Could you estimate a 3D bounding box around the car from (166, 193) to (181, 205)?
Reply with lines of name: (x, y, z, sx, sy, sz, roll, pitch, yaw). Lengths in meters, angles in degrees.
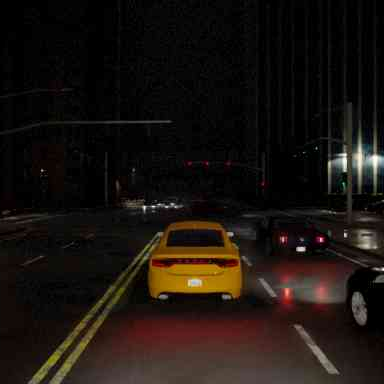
car: (-3.398, 1.221, 59.044, 2.150, 2.045, 5.566, 0, 0, 0)

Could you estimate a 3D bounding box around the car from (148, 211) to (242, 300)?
car: (0.079, 1.478, 8.448, 1.882, 1.535, 5.008, 0, 0, 1)

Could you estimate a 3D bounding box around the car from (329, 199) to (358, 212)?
car: (19.036, 1.547, 38.903, 5.357, 1.411, 2.033, 0, 0, 0)

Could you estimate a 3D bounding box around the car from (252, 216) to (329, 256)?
car: (3.620, 1.601, 13.206, 1.895, 1.301, 4.718, 0, 0, 0)

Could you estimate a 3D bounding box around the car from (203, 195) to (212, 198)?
car: (3.734, 1.429, 79.593, 1.837, 1.490, 4.892, 0, 0, 0)

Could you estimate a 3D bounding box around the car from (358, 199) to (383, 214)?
car: (20.950, 1.491, 35.420, 4.902, 1.511, 2.128, 0, 0, -1)

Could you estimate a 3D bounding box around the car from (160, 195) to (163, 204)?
car: (-6.846, 1.352, 65.287, 2.097, 1.767, 4.553, 0, 0, 1)

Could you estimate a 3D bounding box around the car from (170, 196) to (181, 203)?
car: (-3.307, 1.564, 68.403, 1.994, 1.385, 4.181, 0, 0, 1)

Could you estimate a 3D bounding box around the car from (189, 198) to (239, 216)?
car: (2.115, 1.525, 31.582, 4.674, 1.442, 1.812, 0, 0, 0)

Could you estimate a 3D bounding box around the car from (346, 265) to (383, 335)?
car: (3.612, 1.505, 3.935, 1.837, 1.490, 4.892, 0, 0, 0)

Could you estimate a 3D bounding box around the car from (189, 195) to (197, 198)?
car: (0.235, 1.367, 80.143, 1.994, 1.385, 4.181, 0, 0, 0)

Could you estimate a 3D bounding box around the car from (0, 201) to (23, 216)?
car: (-18.629, 1.478, 31.433, 5.008, 1.535, 1.882, 0, 0, 0)

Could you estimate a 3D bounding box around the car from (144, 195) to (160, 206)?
car: (-6.922, 1.505, 56.100, 1.837, 1.490, 4.892, 0, 0, 0)
